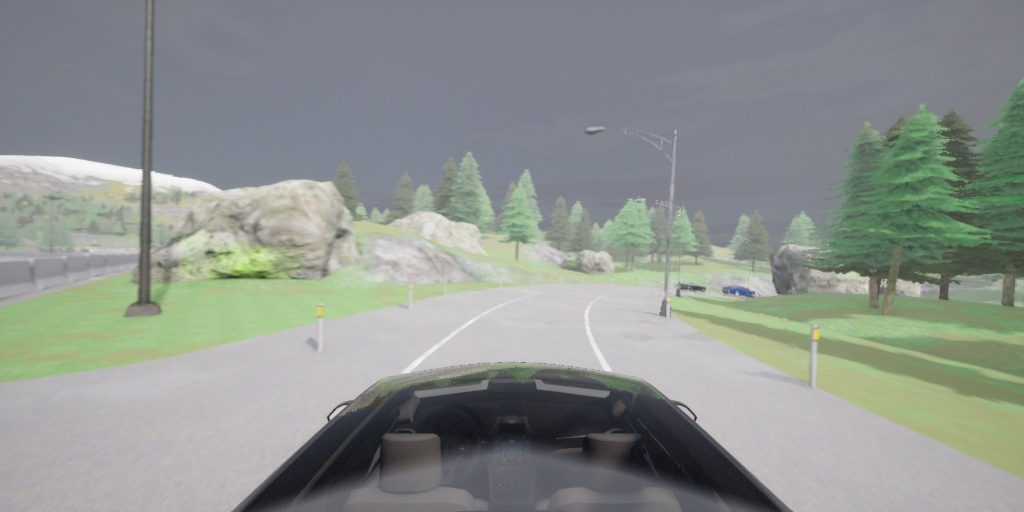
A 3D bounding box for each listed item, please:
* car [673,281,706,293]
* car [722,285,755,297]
[{"bbox_3d":[22.743,3.929,45.815,4.718,1.301,1.895,7,-1,-34],"label":"car"},{"bbox_3d":[32.267,4.982,51.008,5.008,1.535,1.882,7,0,-19],"label":"car"}]
